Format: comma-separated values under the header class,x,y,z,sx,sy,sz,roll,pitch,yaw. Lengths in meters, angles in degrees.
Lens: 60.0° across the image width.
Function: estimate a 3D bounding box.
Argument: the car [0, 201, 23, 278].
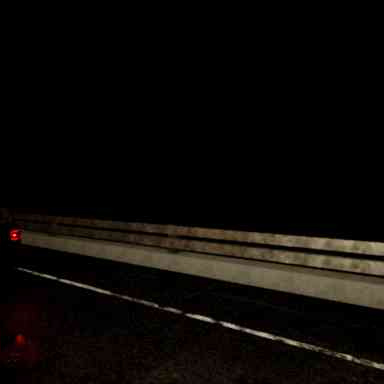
class,x,y,z,sx,sy,sz,roll,pitch,yaw
car,-6.678,1.175,8.744,5.566,2.045,2.150,0,0,35
